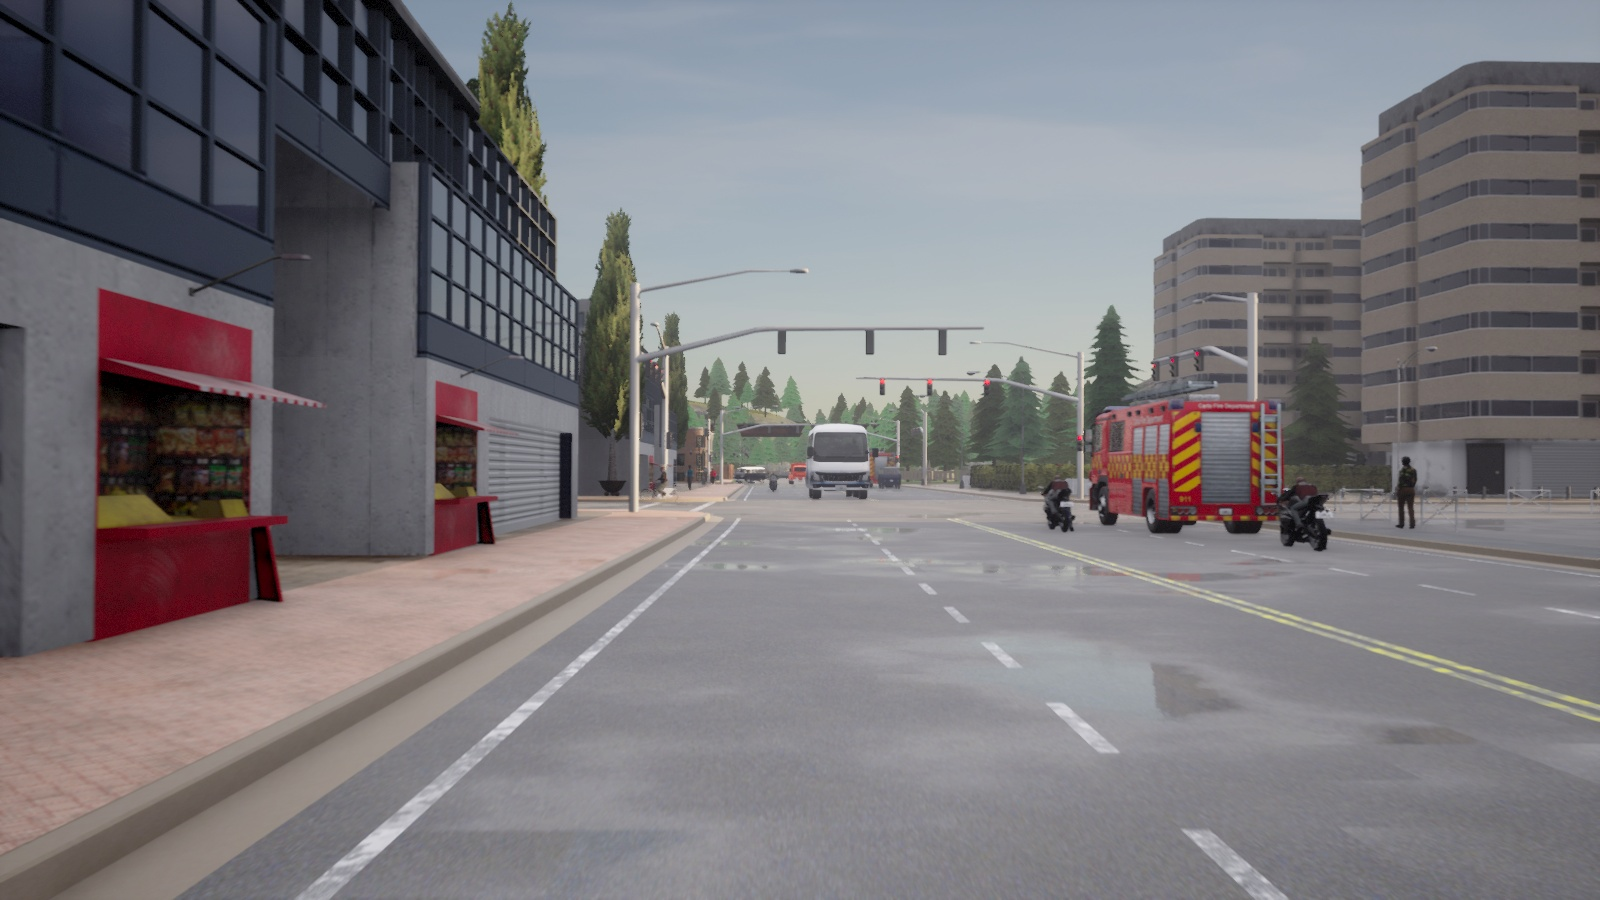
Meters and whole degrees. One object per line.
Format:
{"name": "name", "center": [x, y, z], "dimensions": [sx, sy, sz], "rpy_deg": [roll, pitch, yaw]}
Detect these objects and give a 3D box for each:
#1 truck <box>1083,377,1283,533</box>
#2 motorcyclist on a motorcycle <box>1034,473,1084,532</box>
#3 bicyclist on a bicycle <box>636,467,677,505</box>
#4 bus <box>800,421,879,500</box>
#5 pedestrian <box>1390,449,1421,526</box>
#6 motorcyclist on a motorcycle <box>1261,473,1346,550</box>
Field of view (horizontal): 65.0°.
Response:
{"name": "truck", "center": [10.375, 0.196, 35.115], "dimensions": [2.891, 3.827, 8.468], "rpy_deg": [0, -1, -1]}
{"name": "motorcyclist on a motorcycle", "center": [6.898, 1.384, 33.588], "dimensions": [0.866, 1.530, 2.191], "rpy_deg": [0, -1, 0]}
{"name": "bicyclist on a bicycle", "center": [-6.776, 1.707, 59.433], "dimensions": [1.843, 1.776, 0.659], "rpy_deg": [0, -2, -15]}
{"name": "bus", "center": [2.140, 0.652, 73.004], "dimensions": [3.944, 4.253, 10.273], "rpy_deg": [0, -1, -2]}
{"name": "pedestrian", "center": [15.260, 0.942, 31.655], "dimensions": [0.395, 1.930, 0.692], "rpy_deg": [0, -1, -2]}
{"name": "motorcyclist on a motorcycle", "center": [10.436, 1.245, 26.123], "dimensions": [0.866, 1.530, 2.191], "rpy_deg": [0, -1, 0]}
